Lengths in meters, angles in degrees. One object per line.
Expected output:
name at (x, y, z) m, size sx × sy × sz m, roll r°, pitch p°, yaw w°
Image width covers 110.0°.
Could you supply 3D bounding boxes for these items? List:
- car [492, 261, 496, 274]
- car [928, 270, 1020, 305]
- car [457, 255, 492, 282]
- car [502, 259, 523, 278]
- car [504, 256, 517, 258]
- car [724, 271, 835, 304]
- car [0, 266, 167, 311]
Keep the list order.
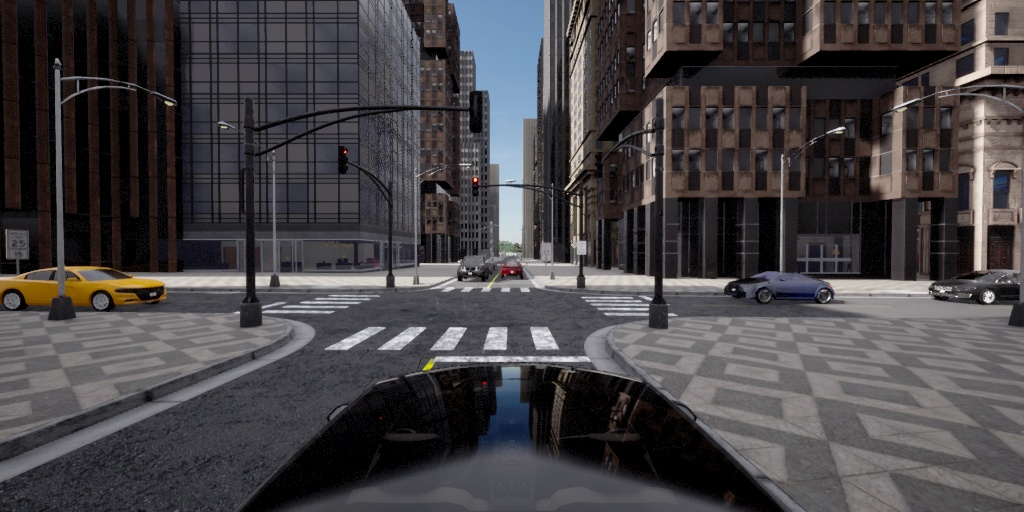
car at (-3.103, 1.290, 39.552) m, size 1.994 × 1.385 × 4.181 m, roll 0°, pitch 0°, yaw 0°
car at (22.312, 1.405, 16.578) m, size 4.892 × 1.490 × 1.837 m, roll 0°, pitch 1°, yaw 0°
car at (-3.108, 0.957, 29.526) m, size 2.150 × 2.045 × 5.566 m, roll 0°, pitch 0°, yaw 0°
car at (0.040, 1.209, 33.665) m, size 1.882 × 1.535 × 5.008 m, roll 0°, pitch 0°, yaw 1°
car at (0.077, 1.248, 61.923) m, size 2.033 × 1.411 × 5.357 m, roll 0°, pitch 0°, yaw 0°
car at (12.230, 1.389, 16.558) m, size 4.181 × 1.385 × 1.994 m, roll 0°, pitch 1°, yaw 0°
car at (-15.801, 1.130, 13.297) m, size 5.008 × 1.535 × 1.882 m, roll 0°, pitch 1°, yaw 0°
